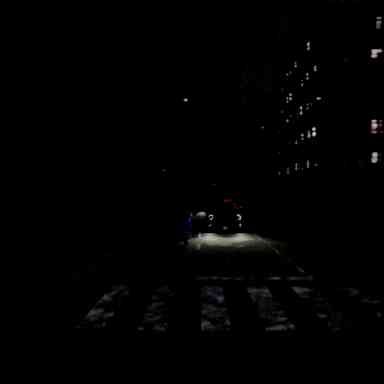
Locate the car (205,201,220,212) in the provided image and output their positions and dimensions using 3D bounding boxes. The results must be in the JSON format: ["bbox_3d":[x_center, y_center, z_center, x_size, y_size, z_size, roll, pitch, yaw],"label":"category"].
[{"bbox_3d":[2.737,1.845,44.316,1.895,1.301,4.718,0,0,2],"label":"car"}]

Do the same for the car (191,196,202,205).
[{"bbox_3d":[0.955,1.751,70.822,2.192,1.841,5.009,0,0,2],"label":"car"}]

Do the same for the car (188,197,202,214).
[{"bbox_3d":[-0.122,1.642,37.607,1.967,1.590,4.097,0,0,2],"label":"car"}]

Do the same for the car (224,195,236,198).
[{"bbox_3d":[6.092,1.527,53.787,2.150,2.045,5.566,0,0,2],"label":"car"}]

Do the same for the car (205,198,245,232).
[{"bbox_3d":[1.915,1.435,20.647,2.097,1.767,4.553,0,0,2],"label":"car"}]

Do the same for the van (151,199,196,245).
[{"bbox_3d":[-0.840,1.394,15.465,1.690,1.788,3.998,0,0,2],"label":"van"}]

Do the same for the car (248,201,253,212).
[{"bbox_3d":[8.433,1.664,42.874,1.967,1.590,4.097,0,0,2],"label":"car"}]

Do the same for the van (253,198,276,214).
[{"bbox_3d":[8.254,1.527,37.339,1.690,1.788,3.998,0,0,2],"label":"van"}]

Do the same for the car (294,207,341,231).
[{"bbox_3d":[7.720,1.600,20.900,1.752,1.417,4.829,0,0,2],"label":"car"}]

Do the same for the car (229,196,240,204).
[{"bbox_3d":[9.860,1.820,77.406,2.097,1.767,4.553,0,0,2],"label":"car"}]
